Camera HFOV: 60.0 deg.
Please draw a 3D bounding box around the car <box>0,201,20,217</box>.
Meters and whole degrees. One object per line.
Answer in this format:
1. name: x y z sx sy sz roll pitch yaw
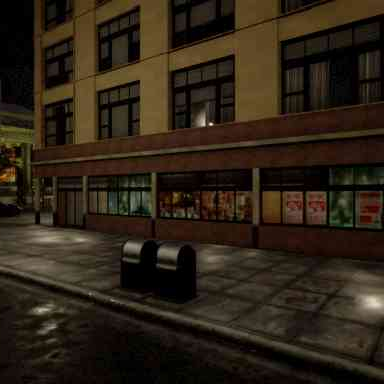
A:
1. car: -17.858 1.351 29.665 2.097 1.767 4.553 0 0 36
